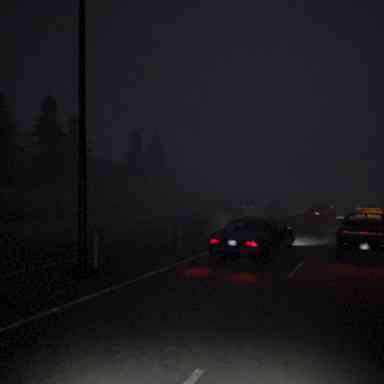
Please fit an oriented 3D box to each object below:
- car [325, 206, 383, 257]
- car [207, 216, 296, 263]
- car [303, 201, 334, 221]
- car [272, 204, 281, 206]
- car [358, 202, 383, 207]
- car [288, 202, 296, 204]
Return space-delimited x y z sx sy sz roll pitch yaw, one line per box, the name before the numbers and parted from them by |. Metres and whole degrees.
car | 6.542 1.517 12.524 2.128 1.511 4.902 0 0 29
car | 2.396 1.587 12.241 2.033 1.411 5.357 0 0 28
car | 10.665 1.633 27.553 1.994 1.385 4.181 0 0 29
car | 13.734 1.669 55.551 1.837 1.490 4.892 0 0 29
car | 14.203 1.529 26.724 1.882 1.535 5.008 0 0 29
car | 16.846 1.748 53.948 1.895 1.301 4.718 0 0 29
